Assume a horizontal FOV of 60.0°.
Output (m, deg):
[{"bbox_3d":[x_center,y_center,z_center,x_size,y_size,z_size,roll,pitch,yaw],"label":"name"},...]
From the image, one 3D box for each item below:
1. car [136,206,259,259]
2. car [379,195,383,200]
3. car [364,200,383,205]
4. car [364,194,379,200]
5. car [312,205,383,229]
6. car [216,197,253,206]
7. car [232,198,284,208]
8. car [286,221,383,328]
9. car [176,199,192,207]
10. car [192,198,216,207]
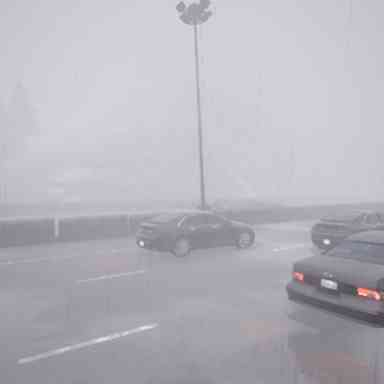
[{"bbox_3d":[0.288,1.467,12.569,4.892,1.490,1.837,0,0,-35],"label":"car"},{"bbox_3d":[36.414,1.154,60.001,4.892,1.490,1.837,0,0,-36],"label":"car"},{"bbox_3d":[13.507,1.421,22.008,5.357,1.411,2.033,0,0,-35],"label":"car"},{"bbox_3d":[34.379,1.179,62.849,4.674,1.442,1.812,0,0,-36],"label":"car"},{"bbox_3d":[6.566,1.438,12.747,4.892,1.490,1.837,0,0,-36],"label":"car"},{"bbox_3d":[5.200,1.370,33.515,4.902,1.511,2.128,0,0,-35],"label":"car"},{"bbox_3d":[6.209,1.485,29.938,4.718,1.301,1.895,0,0,-36],"label":"car"},{"bbox_3d":[4.238,1.509,6.785,5.357,1.411,2.033,0,0,-35],"label":"car"},{"bbox_3d":[0.653,1.432,38.872,5.357,1.411,2.033,0,0,-36],"label":"car"},{"bbox_3d":[2.809,1.360,36.109,5.008,1.535,1.882,0,0,-36],"label":"car"}]
